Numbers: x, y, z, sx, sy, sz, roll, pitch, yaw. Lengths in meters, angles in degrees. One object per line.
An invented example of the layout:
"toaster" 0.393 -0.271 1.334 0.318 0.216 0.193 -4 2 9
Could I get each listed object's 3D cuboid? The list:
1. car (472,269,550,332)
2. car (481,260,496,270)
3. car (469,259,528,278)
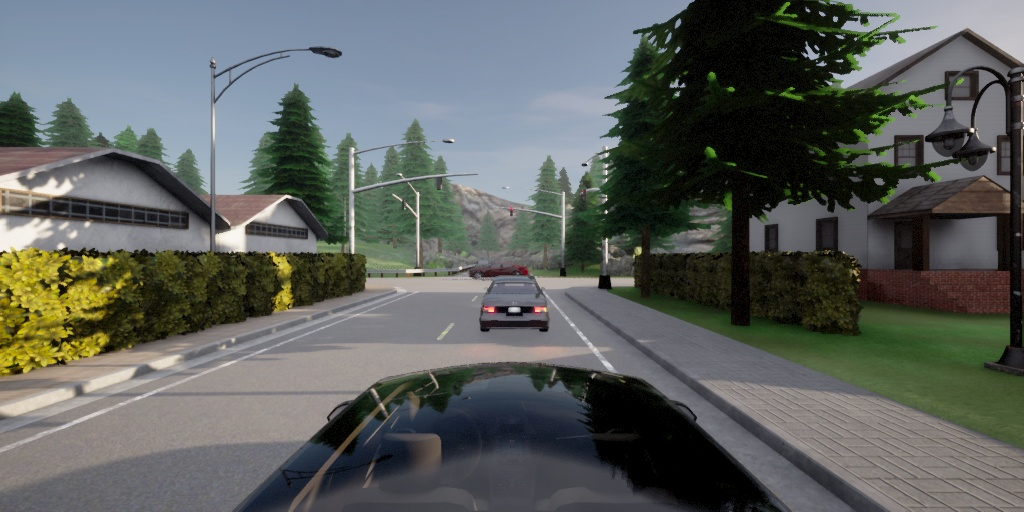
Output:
"car" 0.071 1.297 10.848 2.033 1.411 5.357 0 0 0
"car" -3.548 1.351 55.238 1.895 1.301 4.718 0 0 0
"car" -1.106 1.218 30.046 5.008 1.535 1.882 0 0 0
